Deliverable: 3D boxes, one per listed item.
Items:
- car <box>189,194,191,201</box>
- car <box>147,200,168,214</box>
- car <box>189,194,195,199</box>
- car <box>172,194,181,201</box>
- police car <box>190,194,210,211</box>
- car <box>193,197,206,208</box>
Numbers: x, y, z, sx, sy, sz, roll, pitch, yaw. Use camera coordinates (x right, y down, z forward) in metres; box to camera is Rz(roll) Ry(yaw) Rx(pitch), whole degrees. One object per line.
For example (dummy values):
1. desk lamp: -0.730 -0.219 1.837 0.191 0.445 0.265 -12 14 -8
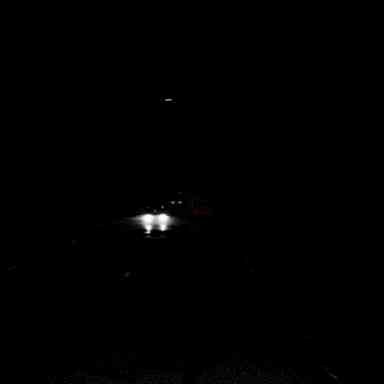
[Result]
1. car: 1.045 1.291 55.254 2.097 1.767 4.553 0 0 0
2. car: -3.600 1.557 34.905 1.895 1.301 4.718 0 0 0
3. car: -0.007 1.283 94.883 1.837 1.490 4.892 0 0 0
4. car: -3.506 1.261 76.184 1.882 1.535 5.008 0 0 0
5. police car: 1.047 1.378 39.391 1.930 1.638 5.238 0 0 0
6. car: 1.047 1.470 49.283 1.812 1.442 4.674 0 0 0
